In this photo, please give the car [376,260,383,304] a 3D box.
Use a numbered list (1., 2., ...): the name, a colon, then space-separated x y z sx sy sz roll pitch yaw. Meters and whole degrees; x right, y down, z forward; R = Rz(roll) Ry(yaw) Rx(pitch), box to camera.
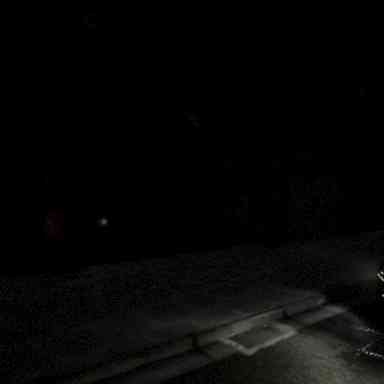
1. car: 5.681 1.450 6.756 5.008 1.535 1.882 -1 0 -35
